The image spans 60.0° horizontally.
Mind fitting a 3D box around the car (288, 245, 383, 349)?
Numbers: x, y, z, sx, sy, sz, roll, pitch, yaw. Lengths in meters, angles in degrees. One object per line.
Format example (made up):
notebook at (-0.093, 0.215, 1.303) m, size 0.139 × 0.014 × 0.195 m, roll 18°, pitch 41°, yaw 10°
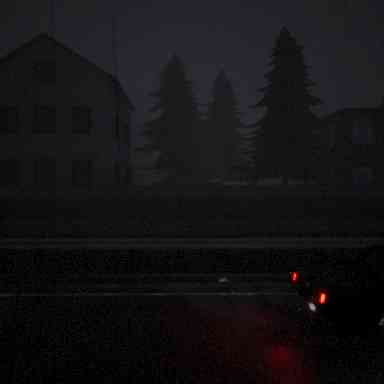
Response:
car at (4.187, 1.588, 5.495) m, size 4.718 × 1.301 × 1.895 m, roll 0°, pitch 0°, yaw -1°
